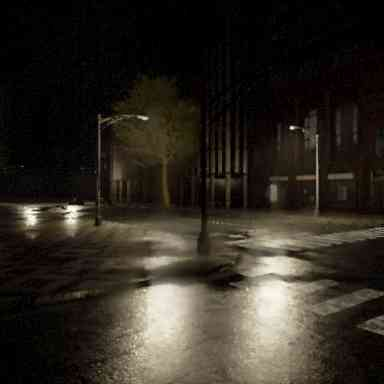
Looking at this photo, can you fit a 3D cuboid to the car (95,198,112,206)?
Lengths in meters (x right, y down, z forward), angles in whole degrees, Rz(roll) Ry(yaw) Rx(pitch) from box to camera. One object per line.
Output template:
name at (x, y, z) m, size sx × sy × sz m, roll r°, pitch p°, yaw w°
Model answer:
car at (-15.952, 1.795, 59.819) m, size 1.837 × 1.490 × 4.892 m, roll 0°, pitch 0°, yaw -36°

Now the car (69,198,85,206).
car at (-21.553, 1.861, 62.055) m, size 1.994 × 1.385 × 4.181 m, roll 0°, pitch 0°, yaw -36°
